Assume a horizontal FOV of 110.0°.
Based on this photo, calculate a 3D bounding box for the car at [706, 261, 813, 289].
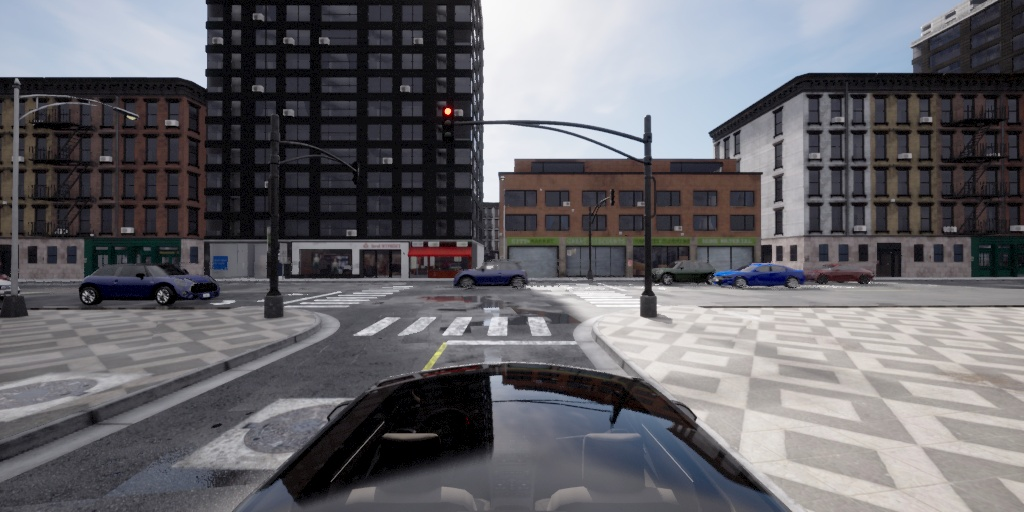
[{"bbox_3d":[15.113,1.209,22.074,5.008,1.535,1.882,0,0,0],"label":"car"}]

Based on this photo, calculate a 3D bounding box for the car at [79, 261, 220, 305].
[{"bbox_3d":[-15.217,1.088,15.257,4.553,1.767,2.097,0,0,1],"label":"car"}]

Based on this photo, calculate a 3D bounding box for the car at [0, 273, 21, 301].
[{"bbox_3d":[-24.098,1.279,15.252,4.674,1.442,1.812,0,0,0],"label":"car"}]

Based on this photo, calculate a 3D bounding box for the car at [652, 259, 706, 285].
[{"bbox_3d":[11.966,1.116,25.316,4.553,1.767,2.097,0,0,0],"label":"car"}]

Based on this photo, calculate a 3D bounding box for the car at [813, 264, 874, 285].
[{"bbox_3d":[22.734,1.268,25.331,4.674,1.442,1.812,0,0,0],"label":"car"}]

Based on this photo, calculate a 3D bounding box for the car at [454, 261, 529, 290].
[{"bbox_3d":[-1.259,1.115,22.024,4.553,1.767,2.097,0,0,0],"label":"car"}]
